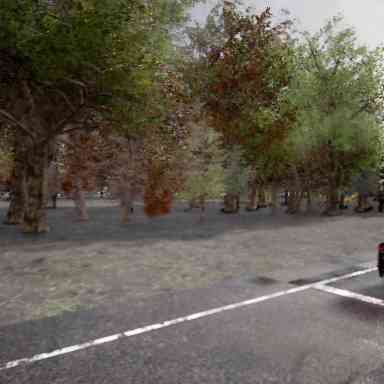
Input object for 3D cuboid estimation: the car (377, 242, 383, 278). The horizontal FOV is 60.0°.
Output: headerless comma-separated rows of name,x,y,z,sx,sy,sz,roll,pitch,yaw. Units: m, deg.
car,6.725,1.522,8.548,5.008,1.535,1.882,0,0,-36
